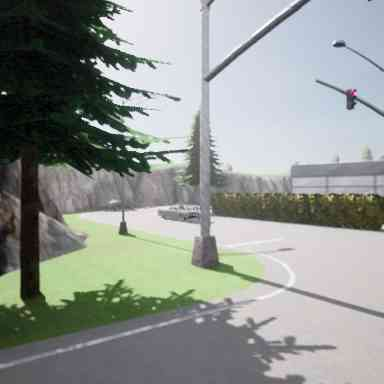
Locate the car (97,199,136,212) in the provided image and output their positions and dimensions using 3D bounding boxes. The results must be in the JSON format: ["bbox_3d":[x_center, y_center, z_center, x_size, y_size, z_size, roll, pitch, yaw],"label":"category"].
[{"bbox_3d":[-8.662,1.530,39.006,2.033,1.411,5.357,0,0,24],"label":"car"}]

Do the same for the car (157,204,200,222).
[{"bbox_3d":[-0.846,1.585,26.288,1.895,1.301,4.718,0,0,-37],"label":"car"}]
